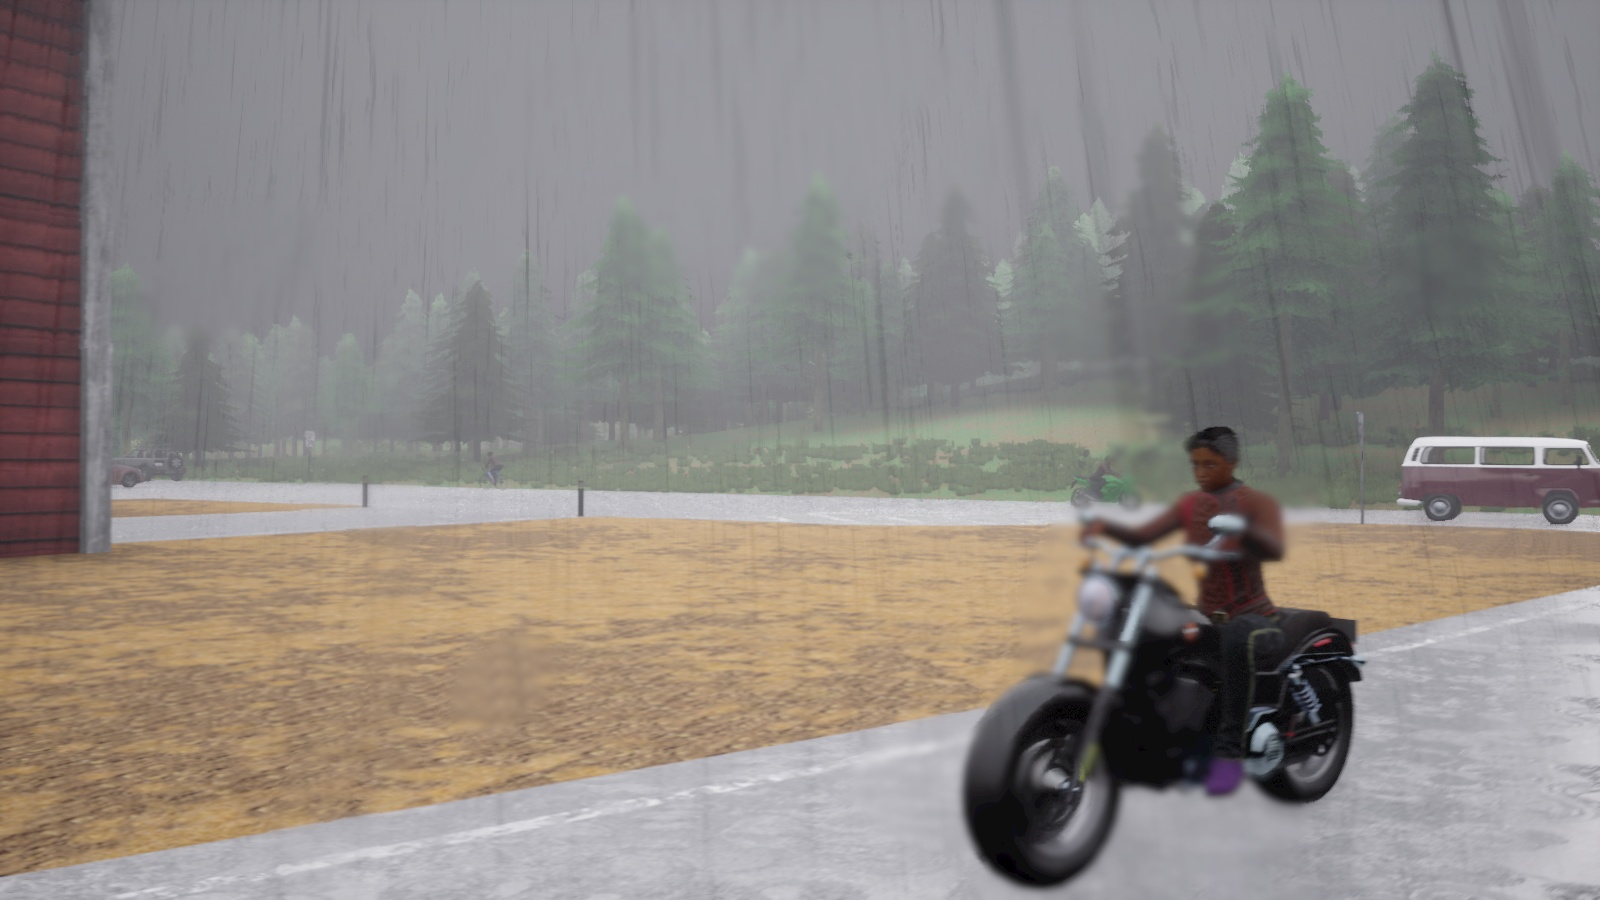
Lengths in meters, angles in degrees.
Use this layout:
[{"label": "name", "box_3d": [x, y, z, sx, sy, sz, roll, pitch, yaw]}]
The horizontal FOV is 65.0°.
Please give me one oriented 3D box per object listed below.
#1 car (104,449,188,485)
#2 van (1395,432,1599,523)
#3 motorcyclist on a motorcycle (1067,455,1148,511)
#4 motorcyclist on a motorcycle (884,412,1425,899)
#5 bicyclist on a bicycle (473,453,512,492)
[{"label": "car", "box_3d": [-34.669, 0.877, 66.542, 4.605, 1.855, 1.932, 0, 0, 32]}, {"label": "van", "box_3d": [16.755, 0.622, 29.854, 4.480, 2.038, 2.069, 0, 0, 32]}, {"label": "motorcyclist on a motorcycle", "box_3d": [8.578, 0.903, 35.028, 2.044, 1.523, 0.797, -1, -1, 32]}, {"label": "motorcyclist on a motorcycle", "box_3d": [1.461, 0.706, 4.844, 2.350, 1.649, 0.766, 0, 0, -38]}, {"label": "bicyclist on a bicycle", "box_3d": [-12.937, 0.953, 52.787, 1.656, 1.620, 0.582, -1, -1, 32]}]
